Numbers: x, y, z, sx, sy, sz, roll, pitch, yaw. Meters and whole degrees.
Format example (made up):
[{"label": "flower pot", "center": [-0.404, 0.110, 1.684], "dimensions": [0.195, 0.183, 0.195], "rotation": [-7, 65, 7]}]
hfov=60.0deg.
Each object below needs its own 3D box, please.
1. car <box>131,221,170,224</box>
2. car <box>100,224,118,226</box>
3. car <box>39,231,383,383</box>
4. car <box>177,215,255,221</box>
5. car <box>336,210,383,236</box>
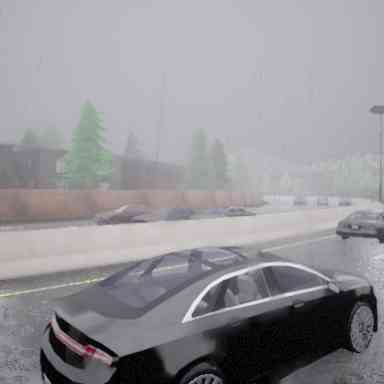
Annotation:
[{"label": "car", "center": [-1.253, 1.613, 21.310], "dimensions": [5.357, 1.411, 2.033], "rotation": [0, 0, -43]}, {"label": "car", "center": [-4.504, 1.604, 23.156], "dimensions": [4.674, 1.442, 1.812], "rotation": [0, 0, -43]}, {"label": "car", "center": [0.648, 1.504, 4.450], "dimensions": [4.902, 1.511, 2.128], "rotation": [0, 0, -37]}, {"label": "car", "center": [1.790, 1.545, 19.482], "dimensions": [4.902, 1.511, 2.128], "rotation": [0, 0, -44]}, {"label": "car", "center": [8.879, 1.577, 16.316], "dimensions": [2.033, 1.411, 5.357], "rotation": [0, 0, 45]}]
